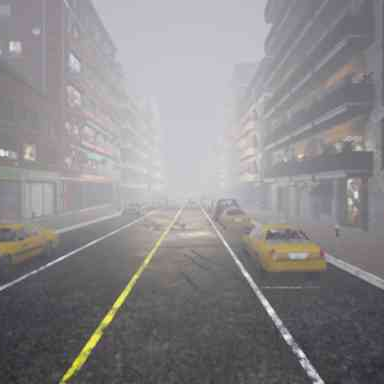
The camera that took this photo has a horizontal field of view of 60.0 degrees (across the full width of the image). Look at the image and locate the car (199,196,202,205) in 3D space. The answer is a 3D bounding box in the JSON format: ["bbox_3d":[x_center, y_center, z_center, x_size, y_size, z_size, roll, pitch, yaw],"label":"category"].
[{"bbox_3d":[2.682,1.756,54.615,2.008,1.369,4.403,-1,0,0],"label":"car"}]

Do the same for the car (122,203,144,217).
[{"bbox_3d":[-5.700,1.702,32.472,1.802,1.307,4.206,-1,0,0],"label":"car"}]

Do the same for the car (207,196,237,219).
[{"bbox_3d":[2.679,1.417,26.995,2.192,1.841,5.009,-1,0,0],"label":"car"}]

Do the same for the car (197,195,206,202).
[{"bbox_3d":[2.683,1.664,93.285,2.192,1.841,5.009,-1,0,0],"label":"car"}]

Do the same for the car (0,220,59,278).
[{"bbox_3d":[-5.704,1.562,10.206,1.752,1.417,4.829,-1,0,0],"label":"car"}]

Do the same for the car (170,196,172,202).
[{"bbox_3d":[-5.701,1.559,65.617,2.192,1.841,5.009,-1,0,0],"label":"car"}]

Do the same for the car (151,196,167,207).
[{"bbox_3d":[-5.697,1.754,54.569,2.008,1.369,4.403,-1,0,0],"label":"car"}]

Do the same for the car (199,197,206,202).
[{"bbox_3d":[2.687,1.910,87.760,1.802,1.307,4.206,-1,0,0],"label":"car"}]

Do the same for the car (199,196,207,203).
[{"bbox_3d":[2.686,1.834,82.406,1.752,1.417,4.829,-1,0,0],"label":"car"}]

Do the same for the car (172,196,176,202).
[{"bbox_3d":[-5.694,1.856,82.188,2.008,1.369,4.403,-1,0,0],"label":"car"}]

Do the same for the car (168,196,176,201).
[{"bbox_3d":[-5.692,1.891,93.237,1.887,1.381,4.507,-1,0,0],"label":"car"}]

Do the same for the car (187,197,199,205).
[{"bbox_3d":[0.007,1.782,62.655,2.033,1.411,5.357,0,0,0],"label":"car"}]

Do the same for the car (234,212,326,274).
[{"bbox_3d":[2.643,1.566,10.592,1.752,1.417,4.829,-1,0,0],"label":"car"}]

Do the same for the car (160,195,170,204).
[{"bbox_3d":[-5.697,1.774,60.092,2.008,1.369,4.403,-1,0,0],"label":"car"}]

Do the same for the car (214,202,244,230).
[{"bbox_3d":[2.687,1.607,21.640,1.752,1.417,4.829,-1,0,0],"label":"car"}]

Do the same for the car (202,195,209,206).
[{"bbox_3d":[2.678,1.604,43.568,1.967,1.590,4.097,-1,0,0],"label":"car"}]

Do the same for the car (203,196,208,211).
[{"bbox_3d":[2.678,1.583,38.042,1.967,1.590,4.097,-1,0,0],"label":"car"}]

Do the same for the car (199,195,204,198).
[{"bbox_3d":[2.683,1.792,60.139,1.947,1.339,4.313,-1,0,0],"label":"car"}]

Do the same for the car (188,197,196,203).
[{"bbox_3d":[0.009,1.742,73.103,1.895,1.301,4.718,0,0,0],"label":"car"}]
